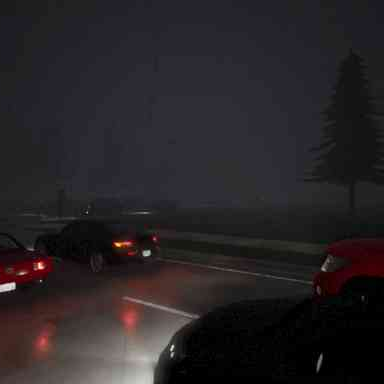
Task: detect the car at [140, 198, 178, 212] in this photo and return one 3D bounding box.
[{"bbox_3d":[-3.468,1.563,38.108,1.994,1.385,4.181,0,0,37],"label":"car"}]

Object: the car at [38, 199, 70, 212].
[{"bbox_3d":[-13.995,1.505,35.663,1.837,1.490,4.892,0,0,37],"label":"car"}]

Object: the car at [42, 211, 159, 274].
[{"bbox_3d":[-3.107,1.526,10.536,4.674,1.442,1.812,0,0,36],"label":"car"}]

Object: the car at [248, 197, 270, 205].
[{"bbox_3d":[11.890,1.548,58.710,2.033,1.411,5.357,0,0,37],"label":"car"}]

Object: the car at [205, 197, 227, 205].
[{"bbox_3d":[4.379,1.601,60.376,1.895,1.301,4.718,0,0,37],"label":"car"}]

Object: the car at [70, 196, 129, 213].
[{"bbox_3d":[-8.593,1.352,31.186,2.097,1.767,4.553,0,0,36],"label":"car"}]

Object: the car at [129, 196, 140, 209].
[{"bbox_3d":[-8.389,1.353,43.222,2.097,1.767,4.553,0,0,37],"label":"car"}]

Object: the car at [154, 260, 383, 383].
[{"bbox_3d":[1.673,1.564,2.787,4.181,1.385,1.994,0,0,36],"label":"car"}]

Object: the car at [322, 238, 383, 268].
[{"bbox_3d":[4.765,1.221,4.866,5.566,2.045,2.150,0,0,36],"label":"car"}]

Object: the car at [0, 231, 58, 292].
[{"bbox_3d":[-5.441,1.601,7.906,4.718,1.301,1.895,0,0,36],"label":"car"}]
